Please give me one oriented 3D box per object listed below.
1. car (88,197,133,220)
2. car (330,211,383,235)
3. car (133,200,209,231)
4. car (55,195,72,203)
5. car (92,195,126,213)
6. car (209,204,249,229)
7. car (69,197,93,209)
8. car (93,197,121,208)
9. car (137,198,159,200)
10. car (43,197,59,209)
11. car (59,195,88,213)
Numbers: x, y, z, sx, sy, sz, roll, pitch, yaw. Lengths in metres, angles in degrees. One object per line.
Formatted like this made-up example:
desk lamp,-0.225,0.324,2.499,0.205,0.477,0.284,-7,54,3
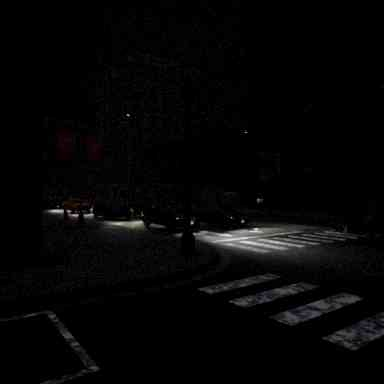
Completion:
car,-6.855,1.444,28.224,1.882,1.535,5.008,0,0,-36
car,9.580,1.596,16.881,1.895,1.301,4.718,0,0,-36
car,-1.437,1.471,20.702,2.128,1.511,4.902,0,0,-36
car,-25.265,1.398,65.239,1.837,1.490,4.892,0,0,-36
car,-9.365,1.301,37.274,2.097,1.767,4.553,0,0,-35
car,1.660,1.503,21.993,1.812,1.442,4.674,0,0,-37
car,-15.265,1.460,45.538,1.812,1.442,4.674,0,0,-35
car,-12.051,1.421,46.897,2.128,1.511,4.902,0,0,-36
car,-3.582,1.316,29.241,2.097,1.767,4.553,0,0,-36
car,-18.387,1.537,44.319,1.895,1.301,4.718,0,0,-35
car,-12.627,1.429,36.247,1.882,1.535,5.008,0,0,-35
